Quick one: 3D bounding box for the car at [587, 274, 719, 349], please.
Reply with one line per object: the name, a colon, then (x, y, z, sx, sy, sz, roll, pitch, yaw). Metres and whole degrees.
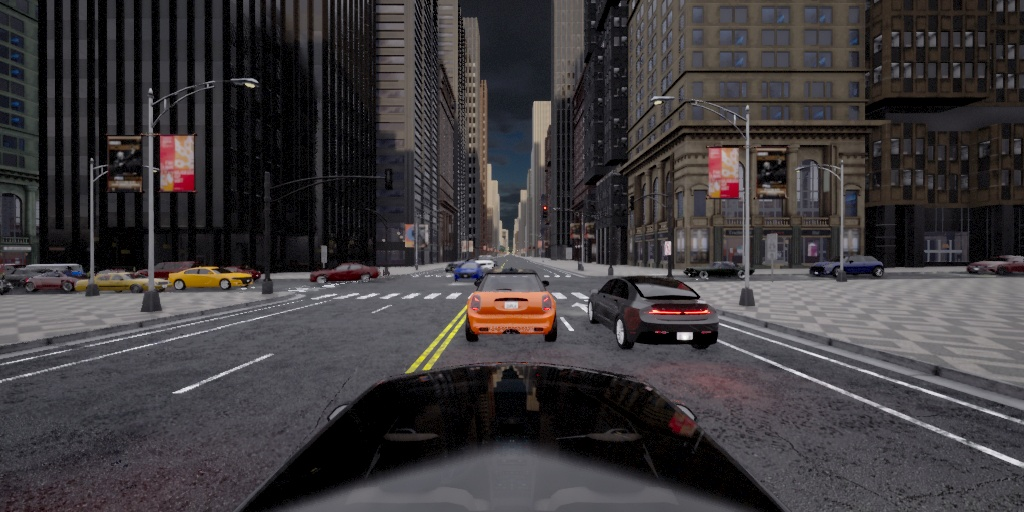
car: (3.234, 1.254, 9.143, 1.837, 1.490, 4.892, 0, 0, 0)

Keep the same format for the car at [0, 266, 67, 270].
car: (-38.224, 1.744, 28.035, 4.892, 1.490, 1.837, -1, 0, 0)

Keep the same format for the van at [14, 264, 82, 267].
van: (-39.307, 1.582, 30.723, 3.998, 1.789, 1.690, 0, 0, 0)

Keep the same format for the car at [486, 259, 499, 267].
car: (-3.471, 1.279, 63.591, 1.994, 1.385, 4.181, 0, 0, 0)

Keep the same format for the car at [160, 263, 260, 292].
car: (-20.785, 1.491, 24.843, 5.008, 1.535, 1.882, -1, 0, 0)

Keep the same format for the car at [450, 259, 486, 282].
car: (-3.425, 1.213, 28.770, 1.882, 1.535, 5.008, 0, 0, 0)

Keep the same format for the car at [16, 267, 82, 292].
car: (-30.784, 1.714, 24.854, 4.181, 1.385, 1.994, -1, 0, 1)

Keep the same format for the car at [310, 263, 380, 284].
car: (-13.089, 1.333, 28.345, 5.008, 1.535, 1.882, -2, 1, -21)

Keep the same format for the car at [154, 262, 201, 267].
car: (-29.133, 1.418, 30.715, 5.009, 1.841, 2.192, 0, 0, 0)

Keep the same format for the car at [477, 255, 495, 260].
car: (-3.459, 0.952, 45.608, 2.150, 2.045, 5.566, 0, 0, 0)

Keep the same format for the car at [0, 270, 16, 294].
car: (-33.825, 1.753, 22.180, 4.403, 1.370, 2.007, 0, 0, 0)

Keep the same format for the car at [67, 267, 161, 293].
car: (-23.883, 1.595, 22.183, 4.829, 1.417, 1.751, 0, 0, 0)

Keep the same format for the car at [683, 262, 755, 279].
car: (16.088, 1.102, 28.086, 4.718, 1.301, 1.895, -1, 0, 0)

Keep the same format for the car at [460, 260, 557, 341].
car: (-0.008, 1.101, 10.003, 2.097, 1.767, 4.553, 0, 0, 0)

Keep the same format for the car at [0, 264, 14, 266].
car: (-44.394, 1.625, 30.727, 5.009, 1.841, 2.192, 0, 0, 0)

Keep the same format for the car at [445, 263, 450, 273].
car: (-6.704, 1.297, 42.712, 1.994, 1.385, 4.181, 0, 0, 0)

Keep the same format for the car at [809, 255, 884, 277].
car: (26.102, 0.719, 28.097, 4.553, 1.767, 2.097, -1, 0, 0)

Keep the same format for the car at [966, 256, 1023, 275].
car: (38.728, 0.724, 28.096, 4.674, 1.442, 1.812, -1, 0, 0)
